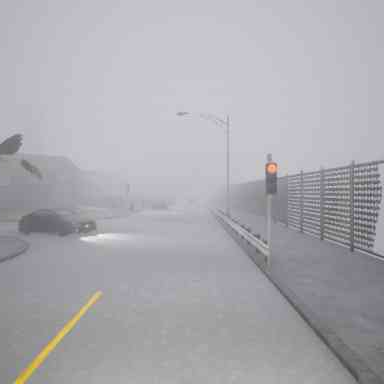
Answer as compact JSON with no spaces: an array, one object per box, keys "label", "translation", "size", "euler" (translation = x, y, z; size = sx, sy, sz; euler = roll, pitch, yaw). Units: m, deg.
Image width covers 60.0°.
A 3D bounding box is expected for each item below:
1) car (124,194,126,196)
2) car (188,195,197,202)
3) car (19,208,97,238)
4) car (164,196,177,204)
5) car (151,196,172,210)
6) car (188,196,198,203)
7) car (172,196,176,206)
[{"label":"car","translation":[-17.212,1.134,78.245],"size":[3.633,1.501,1.845],"euler":[0,0,0]},{"label":"car","translation":[0.066,1.540,78.648],"size":[2.033,1.411,5.357],"euler":[0,0,0]},{"label":"car","translation":[-7.142,1.564,17.742],"size":[4.181,1.385,1.994],"euler":[0,0,24]},{"label":"car","translation":[-4.005,1.547,62.975],"size":[2.033,1.411,5.357],"euler":[0,0,0]},{"label":"car","translation":[-4.062,1.478,42.801],"size":[1.882,1.535,5.008],"euler":[0,0,0]},{"label":"car","translation":[0.161,1.547,68.020],"size":[2.033,1.411,5.357],"euler":[0,0,-1]},{"label":"car","translation":[-4.047,1.505,52.519],"size":[1.837,1.490,4.892],"euler":[0,0,0]}]
